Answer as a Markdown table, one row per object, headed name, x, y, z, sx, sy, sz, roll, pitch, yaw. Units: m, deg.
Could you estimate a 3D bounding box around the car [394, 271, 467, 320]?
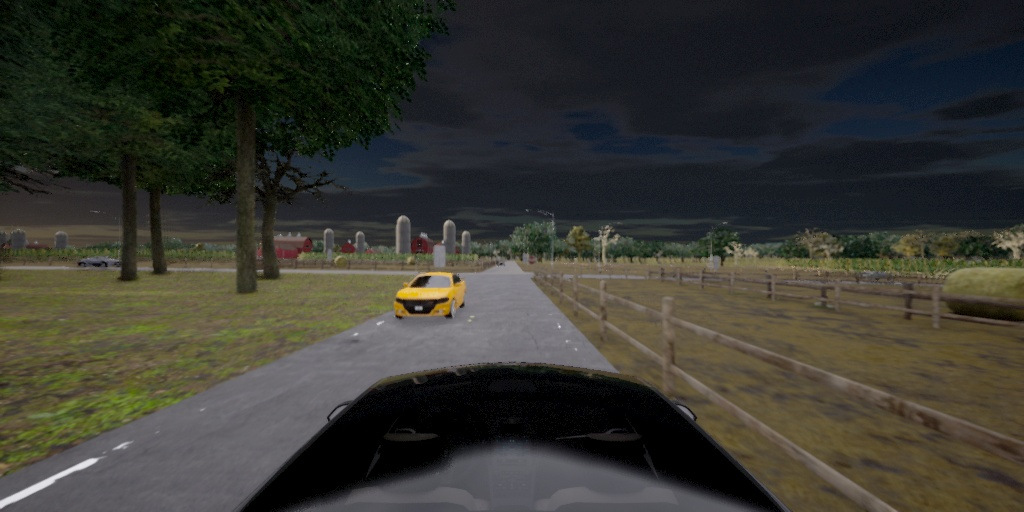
| name | x | y | z | sx | sy | sz | roll | pitch | yaw |
| --- | --- | --- | --- | --- | --- | --- | --- | --- | --- |
| car | -2.852 | 1.346 | 13.457 | 1.882 | 1.535 | 5.008 | 0 | -1 | 0 |
